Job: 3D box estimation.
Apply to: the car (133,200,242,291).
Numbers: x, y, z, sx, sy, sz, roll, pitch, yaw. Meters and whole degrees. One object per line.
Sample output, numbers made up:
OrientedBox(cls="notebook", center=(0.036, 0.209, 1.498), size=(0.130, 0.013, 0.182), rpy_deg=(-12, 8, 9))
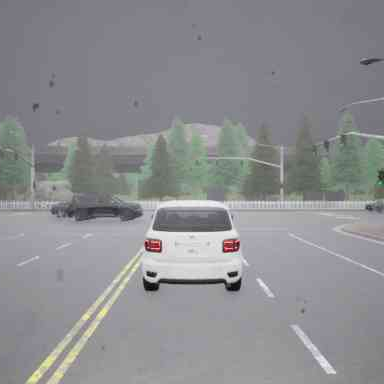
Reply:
OrientedBox(cls="car", center=(0.008, 1.221, 9.127), size=(2.150, 2.045, 5.566), rpy_deg=(0, 0, 0))

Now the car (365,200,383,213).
OrientedBox(cls="car", center=(21.209, 1.508, 36.156), size=(4.181, 1.385, 1.994), rpy_deg=(0, 0, 0))

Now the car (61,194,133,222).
OrientedBox(cls="car", center=(-6.583, 1.203, 25.336), size=(5.566, 2.045, 2.150), rpy_deg=(0, 0, 0))

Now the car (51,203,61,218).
OrientedBox(cls="car", center=(-9.623, 1.468, 28.820), size=(4.892, 1.490, 1.837), rpy_deg=(0, 0, 0))
